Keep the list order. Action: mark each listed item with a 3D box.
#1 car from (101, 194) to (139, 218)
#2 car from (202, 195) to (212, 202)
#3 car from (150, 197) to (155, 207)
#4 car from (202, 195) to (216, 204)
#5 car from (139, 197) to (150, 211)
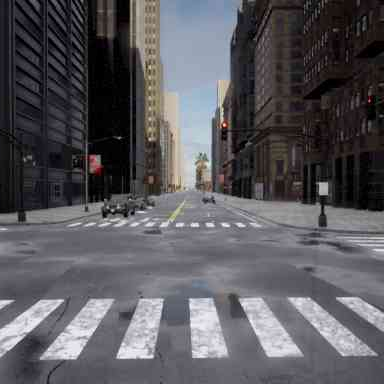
[{"bbox_3d":[-6.645,1.191,30.607,2.150,2.045,5.566,0,0,0],"label":"car"},{"bbox_3d":[3.196,1.416,70.968,1.812,1.442,4.674,0,0,0],"label":"car"},{"bbox_3d":[-6.676,1.497,50.504,1.994,1.385,4.181,0,0,-1],"label":"car"},{"bbox_3d":[3.251,1.438,61.047,1.812,1.442,4.674,0,0,0],"label":"car"},{"bbox_3d":[-6.652,1.456,40.481,1.837,1.490,4.892,0,0,0],"label":"car"}]
